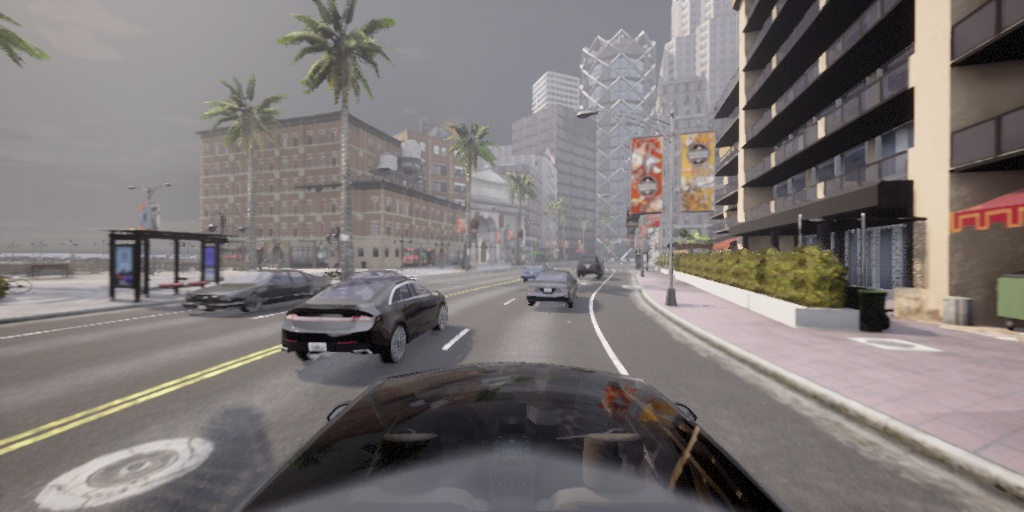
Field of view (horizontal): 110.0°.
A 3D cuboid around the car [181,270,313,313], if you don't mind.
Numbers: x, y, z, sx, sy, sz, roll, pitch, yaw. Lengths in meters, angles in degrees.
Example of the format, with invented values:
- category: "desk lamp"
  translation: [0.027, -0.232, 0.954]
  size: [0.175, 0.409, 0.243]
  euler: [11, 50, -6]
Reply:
- category: "car"
  translation: [-9.353, 1.243, 13.954]
  size: [2.033, 1.411, 5.357]
  euler: [0, 0, 10]

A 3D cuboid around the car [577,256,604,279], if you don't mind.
- category: "car"
  translation: [7.486, 1.045, 34.086]
  size: [2.150, 2.045, 5.566]
  euler: [0, 0, 18]

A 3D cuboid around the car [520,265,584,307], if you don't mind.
- category: "car"
  translation: [1.894, 1.318, 15.707]
  size: [2.033, 1.411, 5.357]
  euler: [0, 0, 13]

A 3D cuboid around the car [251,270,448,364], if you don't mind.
- category: "car"
  translation: [-2.854, 1.227, 8.087]
  size: [2.128, 1.511, 4.902]
  euler: [0, 0, 5]

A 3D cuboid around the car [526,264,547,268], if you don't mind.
- category: "car"
  translation: [2.195, 1.331, 29.138]
  size: [2.033, 1.411, 5.357]
  euler: [0, 0, 18]

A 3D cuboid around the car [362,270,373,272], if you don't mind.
- category: "car"
  translation: [-5.598, 1.285, 14.630]
  size: [1.994, 1.385, 4.181]
  euler: [0, 0, 11]
